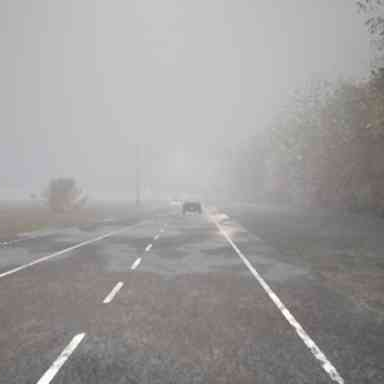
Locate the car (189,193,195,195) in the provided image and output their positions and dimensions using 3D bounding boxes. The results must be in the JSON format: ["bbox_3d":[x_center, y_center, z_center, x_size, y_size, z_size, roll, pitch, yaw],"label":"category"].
[{"bbox_3d":[0.007,1.460,62.705,1.882,1.535,5.008,0,0,0],"label":"car"}]

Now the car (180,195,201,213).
[{"bbox_3d":[0.004,1.473,36.615,1.882,1.535,5.008,0,0,0],"label":"car"}]

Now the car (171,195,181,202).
[{"bbox_3d":[-3.490,1.499,73.275,2.128,1.511,4.902,0,0,0],"label":"car"}]
